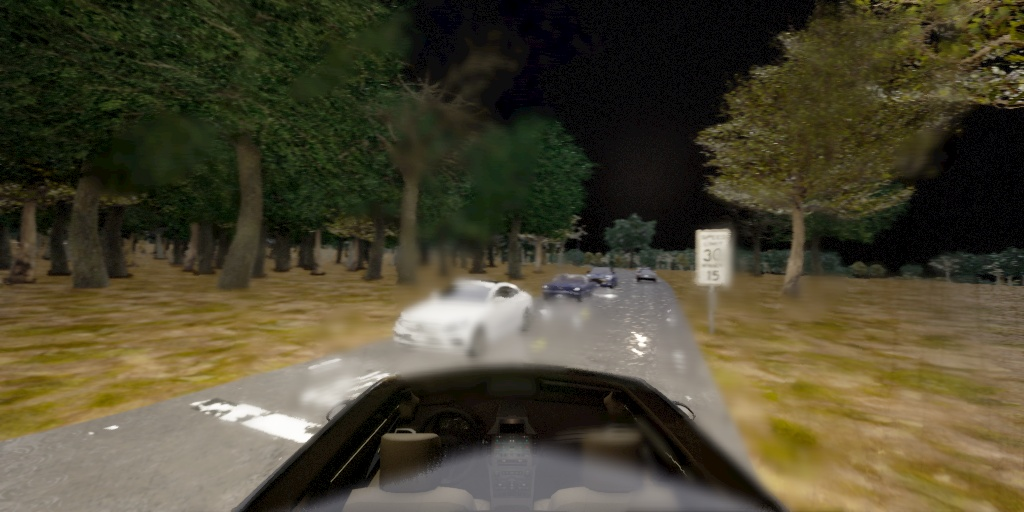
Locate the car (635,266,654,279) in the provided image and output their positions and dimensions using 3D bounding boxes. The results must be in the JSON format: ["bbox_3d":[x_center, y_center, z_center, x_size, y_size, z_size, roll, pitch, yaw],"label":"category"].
[{"bbox_3d":[17.680,2.142,48.129,2.128,1.511,4.902,1,0,18],"label":"car"}]

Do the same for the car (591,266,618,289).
[{"bbox_3d":[7.008,1.580,28.116,2.097,1.767,4.553,1,-1,22],"label":"car"}]

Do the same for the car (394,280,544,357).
[{"bbox_3d":[-0.865,1.354,9.042,1.812,1.442,4.674,1,-1,23],"label":"car"}]

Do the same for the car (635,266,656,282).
[{"bbox_3d":[14.470,2.058,38.651,1.994,1.385,4.181,1,-1,20],"label":"car"}]

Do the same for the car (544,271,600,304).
[{"bbox_3d":[3.127,1.634,18.674,1.895,1.301,4.718,1,-1,22],"label":"car"}]
